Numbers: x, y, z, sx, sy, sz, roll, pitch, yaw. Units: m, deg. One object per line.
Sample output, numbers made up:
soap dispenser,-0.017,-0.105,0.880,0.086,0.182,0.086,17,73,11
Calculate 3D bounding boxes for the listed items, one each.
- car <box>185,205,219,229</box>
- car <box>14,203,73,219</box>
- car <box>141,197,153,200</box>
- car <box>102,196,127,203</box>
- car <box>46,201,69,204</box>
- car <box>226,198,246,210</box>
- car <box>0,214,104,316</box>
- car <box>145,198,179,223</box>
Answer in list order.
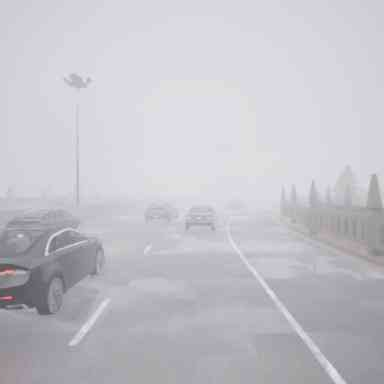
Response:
car,0.678,1.548,21.425,2.033,1.411,5.357,0,0,6
car,-6.726,1.505,15.717,1.837,1.490,4.892,0,0,2
car,-7.534,1.591,56.603,2.033,1.411,5.357,0,0,25
car,-12.554,1.479,53.921,1.882,1.535,5.008,0,0,23
car,-12.295,1.549,30.262,2.033,1.411,5.357,0,0,11
car,5.573,1.526,42.073,1.812,1.442,4.674,0,0,19
car,-3.398,1.492,7.502,2.128,1.511,4.902,0,0,0
car,-2.250,1.492,25.593,2.128,1.511,4.902,0,0,8
